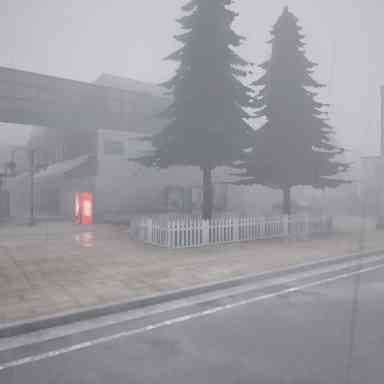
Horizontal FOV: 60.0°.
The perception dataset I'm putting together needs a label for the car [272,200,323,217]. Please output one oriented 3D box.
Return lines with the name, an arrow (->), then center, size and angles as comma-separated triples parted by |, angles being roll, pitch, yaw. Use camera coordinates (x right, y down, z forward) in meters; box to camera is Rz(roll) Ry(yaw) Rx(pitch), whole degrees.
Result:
car -> 9.568, 1.462, 30.440 | 1.882, 1.535, 5.008 | 0, 0, -34
